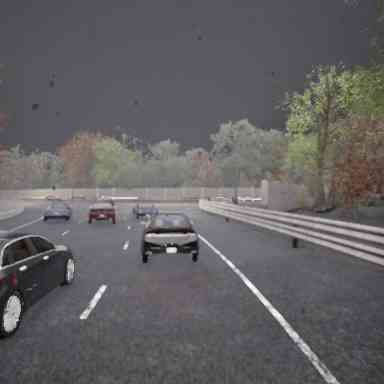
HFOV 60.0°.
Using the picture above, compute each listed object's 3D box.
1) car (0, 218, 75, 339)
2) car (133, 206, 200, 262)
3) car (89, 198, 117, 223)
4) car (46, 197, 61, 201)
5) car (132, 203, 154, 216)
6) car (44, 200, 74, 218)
[{"bbox_3d":[-3.780,1.522,6.536,1.837,1.490,4.892,0,0,-3],"label":"car"},{"bbox_3d":[-0.890,1.501,12.183,2.128,1.511,4.902,0,0,-7],"label":"car"},{"bbox_3d":[-6.909,1.516,25.801,1.882,1.535,5.008,0,0,-14],"label":"car"},{"bbox_3d":[-33.067,1.758,79.109,1.895,1.301,4.718,0,0,-45],"label":"car"},{"bbox_3d":[-4.277,1.632,29.665,1.895,1.301,4.718,0,0,-16],"label":"car"},{"bbox_3d":[-11.020,1.619,27.646,1.994,1.385,4.181,0,0,-16],"label":"car"}]
